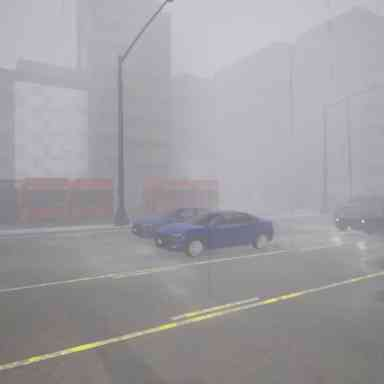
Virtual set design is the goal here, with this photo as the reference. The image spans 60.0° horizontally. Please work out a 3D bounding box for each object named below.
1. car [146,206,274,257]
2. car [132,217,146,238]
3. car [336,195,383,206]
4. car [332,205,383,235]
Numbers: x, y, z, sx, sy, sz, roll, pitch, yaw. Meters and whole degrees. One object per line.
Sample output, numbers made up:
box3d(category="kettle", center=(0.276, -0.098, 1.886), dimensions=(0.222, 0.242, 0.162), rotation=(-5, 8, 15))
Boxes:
box3d(category="car", center=(0.983, 1.453, 12.911), dimensions=(5.008, 1.535, 1.882), rotation=(0, 0, -33))
box3d(category="car", center=(-0.451, 1.446, 16.149), dimensions=(5.008, 1.535, 1.882), rotation=(0, 0, -33))
box3d(category="car", center=(12.846, 1.249, 24.709), dimensions=(5.566, 2.045, 2.150), rotation=(1, 0, -32))
box3d(category="car", center=(10.190, 1.608, 18.805), dimensions=(4.718, 1.301, 1.895), rotation=(0, 0, -32))
